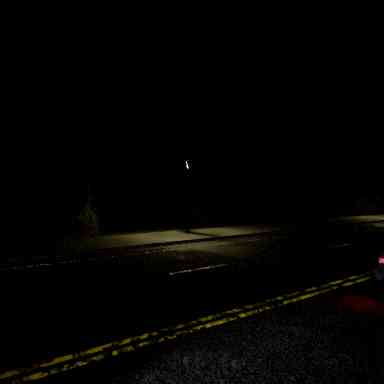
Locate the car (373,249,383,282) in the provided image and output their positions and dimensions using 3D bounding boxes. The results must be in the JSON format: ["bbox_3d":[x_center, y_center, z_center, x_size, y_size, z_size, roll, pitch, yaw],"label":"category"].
[{"bbox_3d":[6.574,1.550,8.179,5.357,1.411,2.033,0,0,-35],"label":"car"}]
